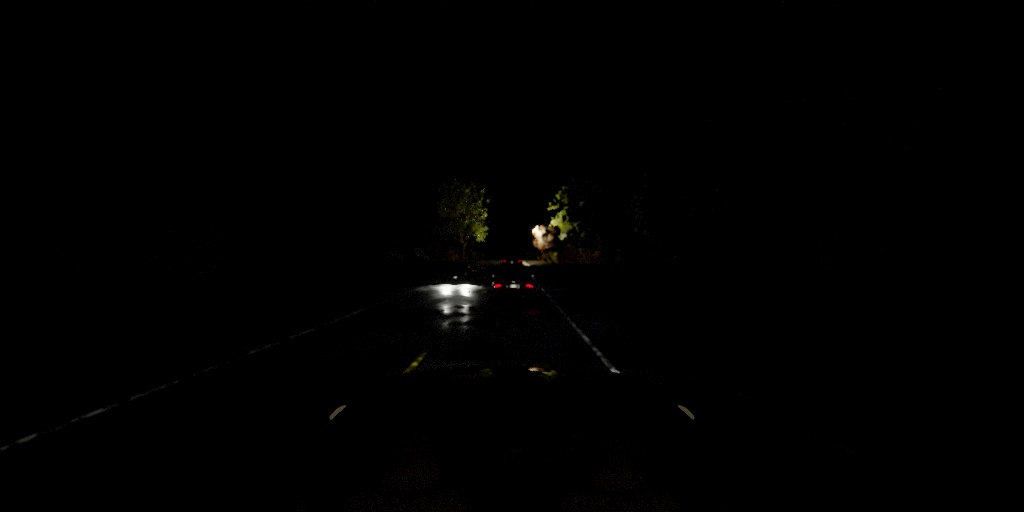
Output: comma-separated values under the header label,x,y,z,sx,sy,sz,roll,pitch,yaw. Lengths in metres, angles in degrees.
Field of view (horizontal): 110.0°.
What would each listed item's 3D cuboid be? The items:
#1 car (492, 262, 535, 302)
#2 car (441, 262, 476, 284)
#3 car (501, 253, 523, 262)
label,x,y,z,sx,sy,sz,roll,pitch,yaw
car,0.054,1.183,16.202,2.033,1.411,5.357,0,0,0
car,-3.562,1.138,24.548,1.994,1.385,4.181,0,0,0
car,-0.001,0.695,37.404,2.150,2.045,5.566,0,0,0
